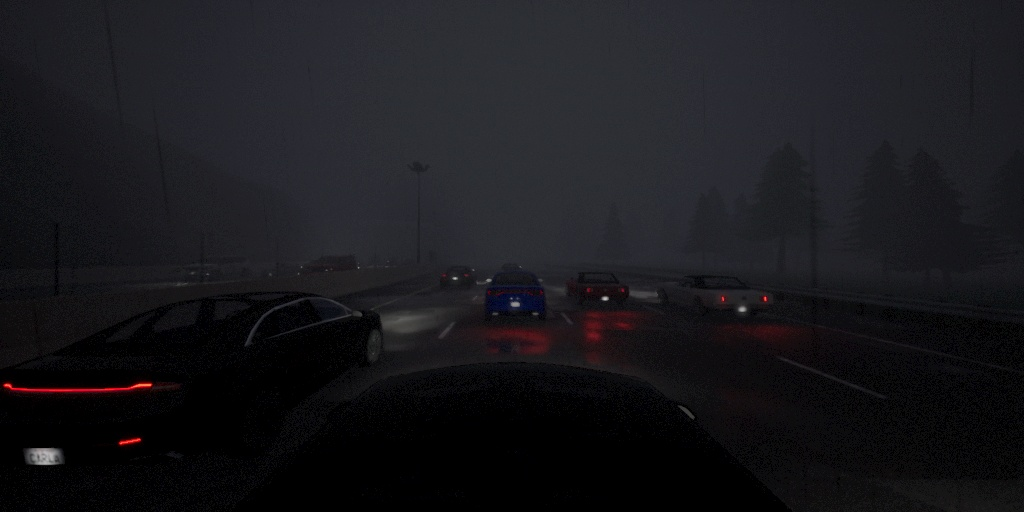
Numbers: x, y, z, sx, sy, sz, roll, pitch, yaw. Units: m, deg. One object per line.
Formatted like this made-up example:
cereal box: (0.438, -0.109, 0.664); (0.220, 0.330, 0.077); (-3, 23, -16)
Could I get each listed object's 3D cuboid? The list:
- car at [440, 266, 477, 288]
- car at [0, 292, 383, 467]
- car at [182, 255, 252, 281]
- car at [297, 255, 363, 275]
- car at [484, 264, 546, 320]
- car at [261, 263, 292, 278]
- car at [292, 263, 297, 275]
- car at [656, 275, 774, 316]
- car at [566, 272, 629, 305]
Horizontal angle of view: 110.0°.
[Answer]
car: (-3.438, 1.314, 23.520); (1.994, 1.385, 4.181); (0, 0, -1)
car: (-3.398, 1.242, 5.031); (2.128, 1.511, 4.902); (0, 0, 0)
car: (-24.825, 0.969, 30.499); (2.150, 2.045, 5.566); (0, 0, -2)
car: (-14.249, 0.972, 28.565); (2.150, 2.045, 5.566); (0, 0, -2)
car: (0.102, 1.228, 12.677); (1.882, 1.535, 5.008); (0, 0, 0)
car: (-21.504, 1.351, 33.948); (1.895, 1.301, 4.718); (0, 0, -3)
car: (-17.992, 1.103, 33.514); (2.097, 1.767, 4.553); (0, 0, -4)
car: (7.099, 1.351, 13.269); (1.895, 1.301, 4.718); (0, 0, 0)
car: (3.599, 1.351, 16.062); (1.895, 1.301, 4.718); (0, 0, 0)
